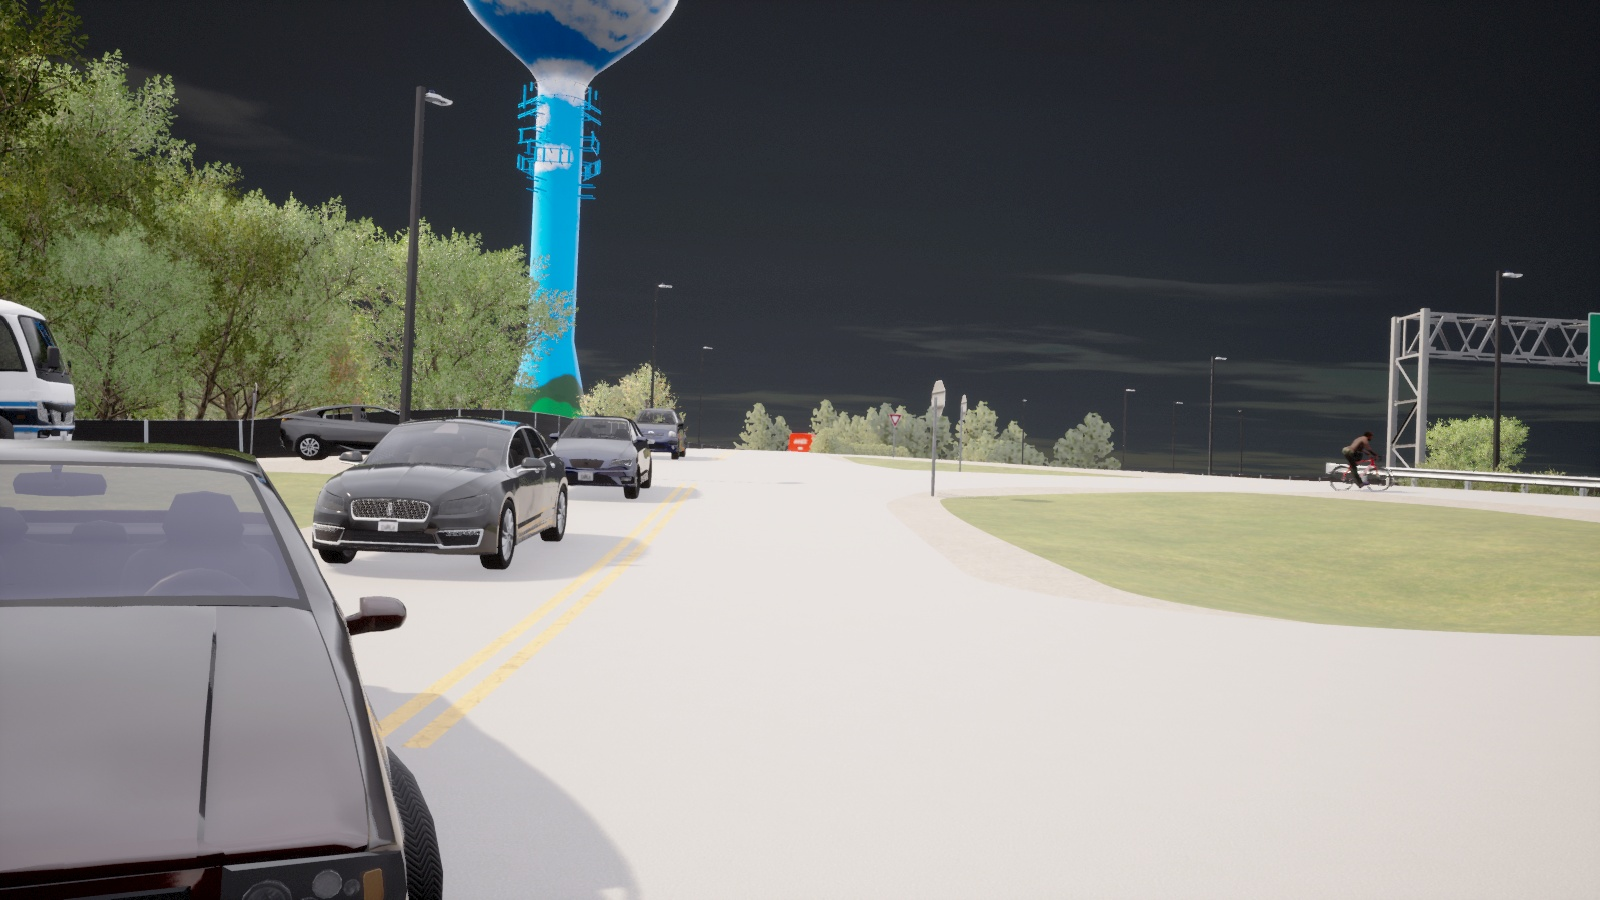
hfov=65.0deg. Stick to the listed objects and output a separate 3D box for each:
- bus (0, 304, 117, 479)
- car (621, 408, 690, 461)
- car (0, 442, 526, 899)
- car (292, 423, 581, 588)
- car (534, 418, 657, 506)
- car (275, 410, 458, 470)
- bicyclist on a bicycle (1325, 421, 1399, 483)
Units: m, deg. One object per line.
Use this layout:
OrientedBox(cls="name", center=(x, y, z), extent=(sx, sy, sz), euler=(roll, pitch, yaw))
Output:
OrientedBox(cls="bus", center=(-23.264, -1.375, 31.334), extent=(10.273, 4.253, 3.944), euler=(-1, 1, -18))
OrientedBox(cls="car", center=(-4.690, -0.516, 41.171), extent=(1.851, 1.617, 3.988), euler=(1, 1, -1))
OrientedBox(cls="car", center=(-2.554, 0.719, 4.460), extent=(2.033, 1.411, 5.357), euler=(1, 1, -24))
OrientedBox(cls="car", center=(-3.833, 0.468, 14.197), extent=(1.837, 1.490, 4.892), euler=(1, 2, 0))
OrientedBox(cls="car", center=(-3.844, 0.156, 24.277), extent=(1.816, 1.474, 4.193), euler=(1, 2, -2))
OrientedBox(cls="car", center=(-11.636, -0.289, 34.009), extent=(4.514, 1.525, 2.007), euler=(-1, 0, -14))
OrientedBox(cls="bicyclist on a bicycle", center=(14.883, 0.045, 33.262), extent=(1.656, 1.620, 0.582), euler=(1, 1, 0))
